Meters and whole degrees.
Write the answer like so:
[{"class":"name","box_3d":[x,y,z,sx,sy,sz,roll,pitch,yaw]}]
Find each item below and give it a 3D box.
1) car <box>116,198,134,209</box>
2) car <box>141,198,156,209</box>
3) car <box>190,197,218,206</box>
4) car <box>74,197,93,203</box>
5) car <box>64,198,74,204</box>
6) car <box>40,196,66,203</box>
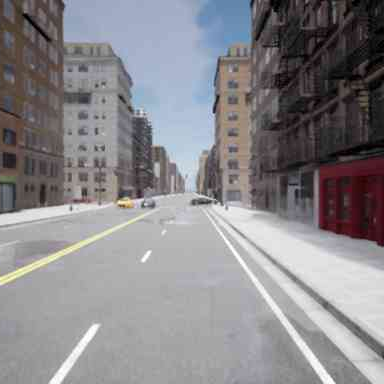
[{"class":"car","box_3d":[-9.762,1.639,48.867,1.882,1.535,5.008,0,0,0]},{"class":"car","box_3d":[-6.504,1.657,49.814,2.128,1.511,4.902,0,0,0]},{"class":"car","box_3d":[2.151,1.717,59.448,4.892,1.490,1.837,1,0,0]},{"class":"car","box_3d":[-21.520,1.560,65.018,4.206,1.307,1.802,1,0,0]},{"class":"car","box_3d":[-24.421,1.462,59.349,5.008,1.535,1.882,2,0,0]},{"class":"car","box_3d":[-27.084,1.478,65.031,4.313,1.339,1.947,1,0,0]}]
